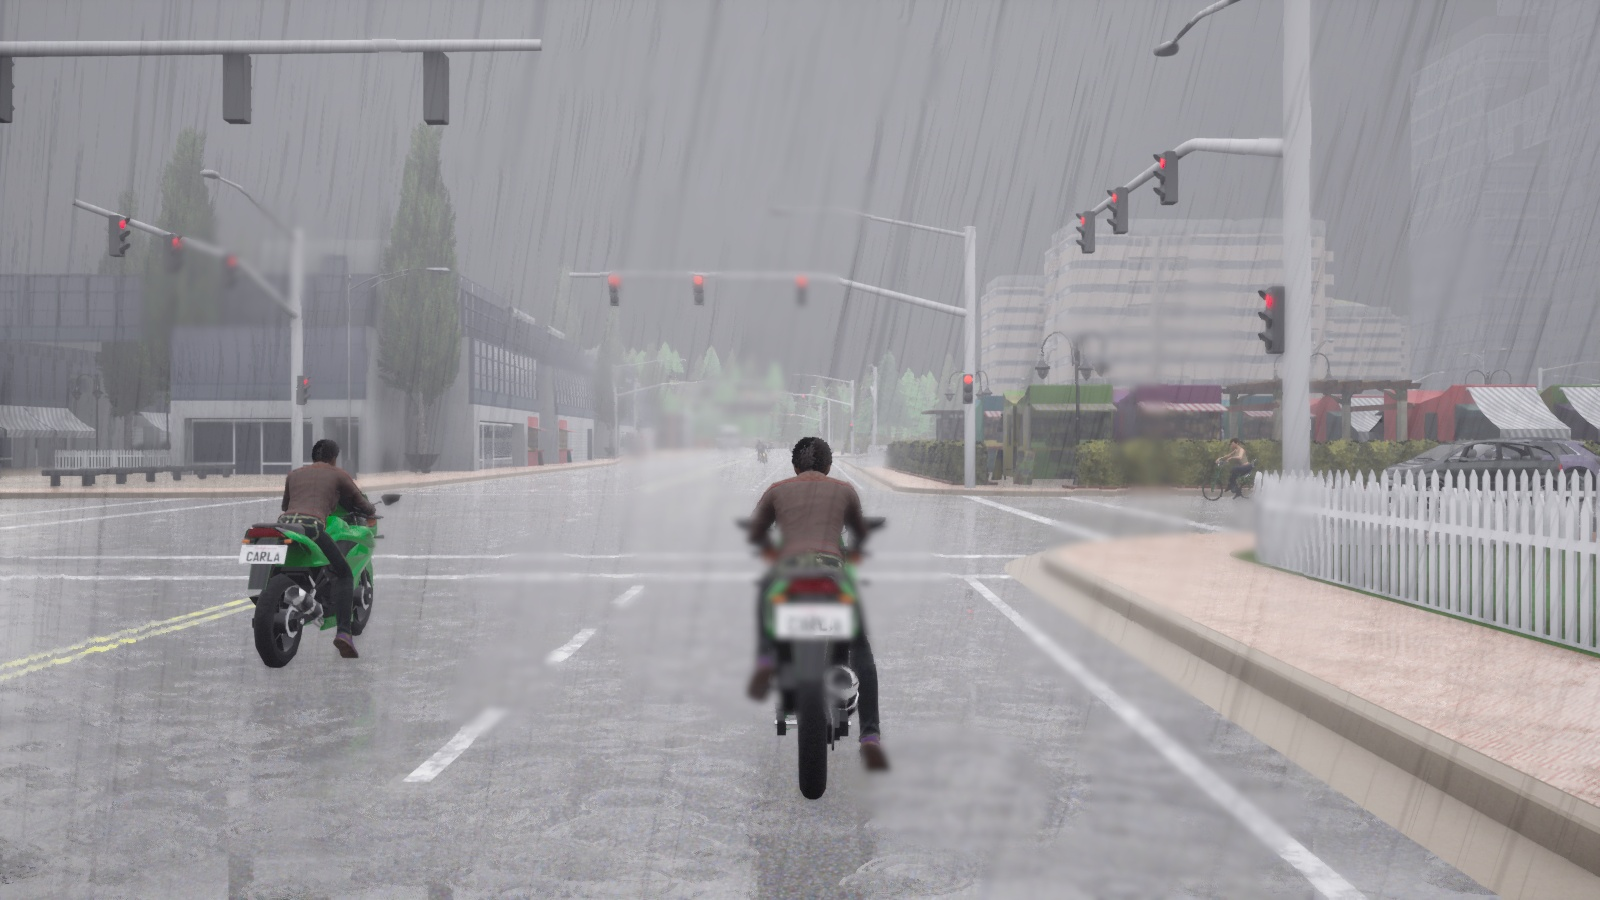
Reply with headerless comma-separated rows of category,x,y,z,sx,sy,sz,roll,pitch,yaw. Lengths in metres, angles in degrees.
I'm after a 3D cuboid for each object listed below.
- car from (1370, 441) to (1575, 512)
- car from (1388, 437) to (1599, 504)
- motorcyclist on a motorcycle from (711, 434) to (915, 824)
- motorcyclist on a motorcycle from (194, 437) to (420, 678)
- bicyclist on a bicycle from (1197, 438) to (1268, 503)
car,15.225,0.576,28.550,3.705,1.549,1.789,0,0,-1
car,17.933,0.510,32.101,4.856,1.649,2.033,0,0,-1
motorcyclist on a motorcycle,0.056,0.695,5.932,0.797,1.523,2.044,0,0,0
motorcyclist on a motorcycle,-3.424,0.675,8.958,0.797,1.523,2.044,0,0,0
bicyclist on a bicycle,11.005,0.511,31.967,1.509,1.612,0.866,0,0,-1
